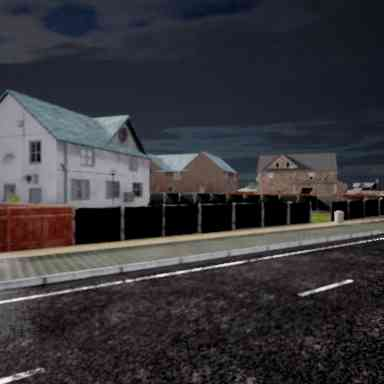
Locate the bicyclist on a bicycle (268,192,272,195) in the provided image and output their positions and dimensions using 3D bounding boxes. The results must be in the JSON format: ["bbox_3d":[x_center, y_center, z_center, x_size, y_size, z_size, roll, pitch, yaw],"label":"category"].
[{"bbox_3d":[10.114,0.819,43.163,0.582,1.620,1.656,1,1,19],"label":"bicyclist on a bicycle"}]
